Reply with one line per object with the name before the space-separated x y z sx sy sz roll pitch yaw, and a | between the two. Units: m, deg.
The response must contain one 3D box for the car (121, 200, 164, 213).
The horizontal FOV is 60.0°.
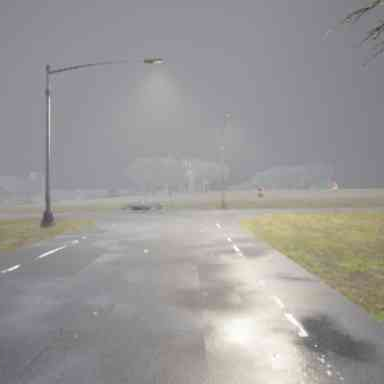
car | -5.762 1.643 38.704 4.902 1.511 2.128 -1 -1 0
